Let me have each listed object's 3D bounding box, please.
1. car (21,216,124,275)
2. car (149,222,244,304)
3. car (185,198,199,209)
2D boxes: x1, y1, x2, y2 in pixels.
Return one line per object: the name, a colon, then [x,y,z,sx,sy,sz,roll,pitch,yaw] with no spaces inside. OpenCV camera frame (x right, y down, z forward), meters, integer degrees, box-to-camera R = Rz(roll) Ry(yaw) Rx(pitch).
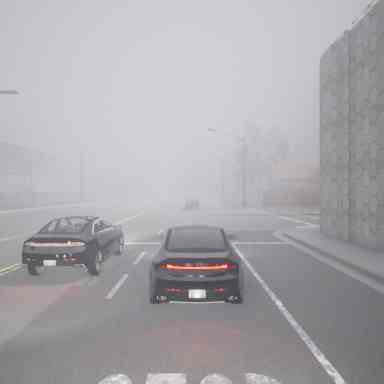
car: [-3.421,1.491,10.413,2.128,1.511,4.902,0,0,0]
car: [0.085,1.505,8.142,1.837,1.490,4.892,0,0,0]
car: [0.009,1.491,44.142,2.128,1.511,4.902,0,0,0]
